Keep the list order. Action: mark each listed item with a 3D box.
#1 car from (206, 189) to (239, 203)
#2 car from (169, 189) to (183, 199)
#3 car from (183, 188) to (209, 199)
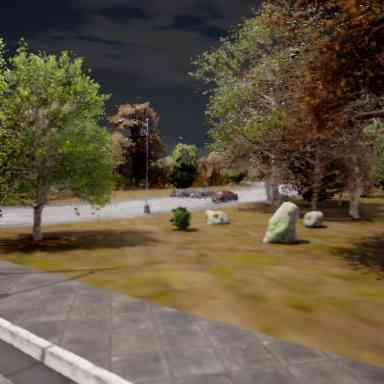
[{"bbox_3d":[4.219,0.526,42.124,1.812,1.442,4.674,1,3,39],"label":"car"},{"bbox_3d":[-1.598,0.239,51.748,1.994,1.385,4.181,1,3,39],"label":"car"},{"bbox_3d":[1.487,0.186,49.992,2.128,1.511,4.902,1,3,39],"label":"car"}]
